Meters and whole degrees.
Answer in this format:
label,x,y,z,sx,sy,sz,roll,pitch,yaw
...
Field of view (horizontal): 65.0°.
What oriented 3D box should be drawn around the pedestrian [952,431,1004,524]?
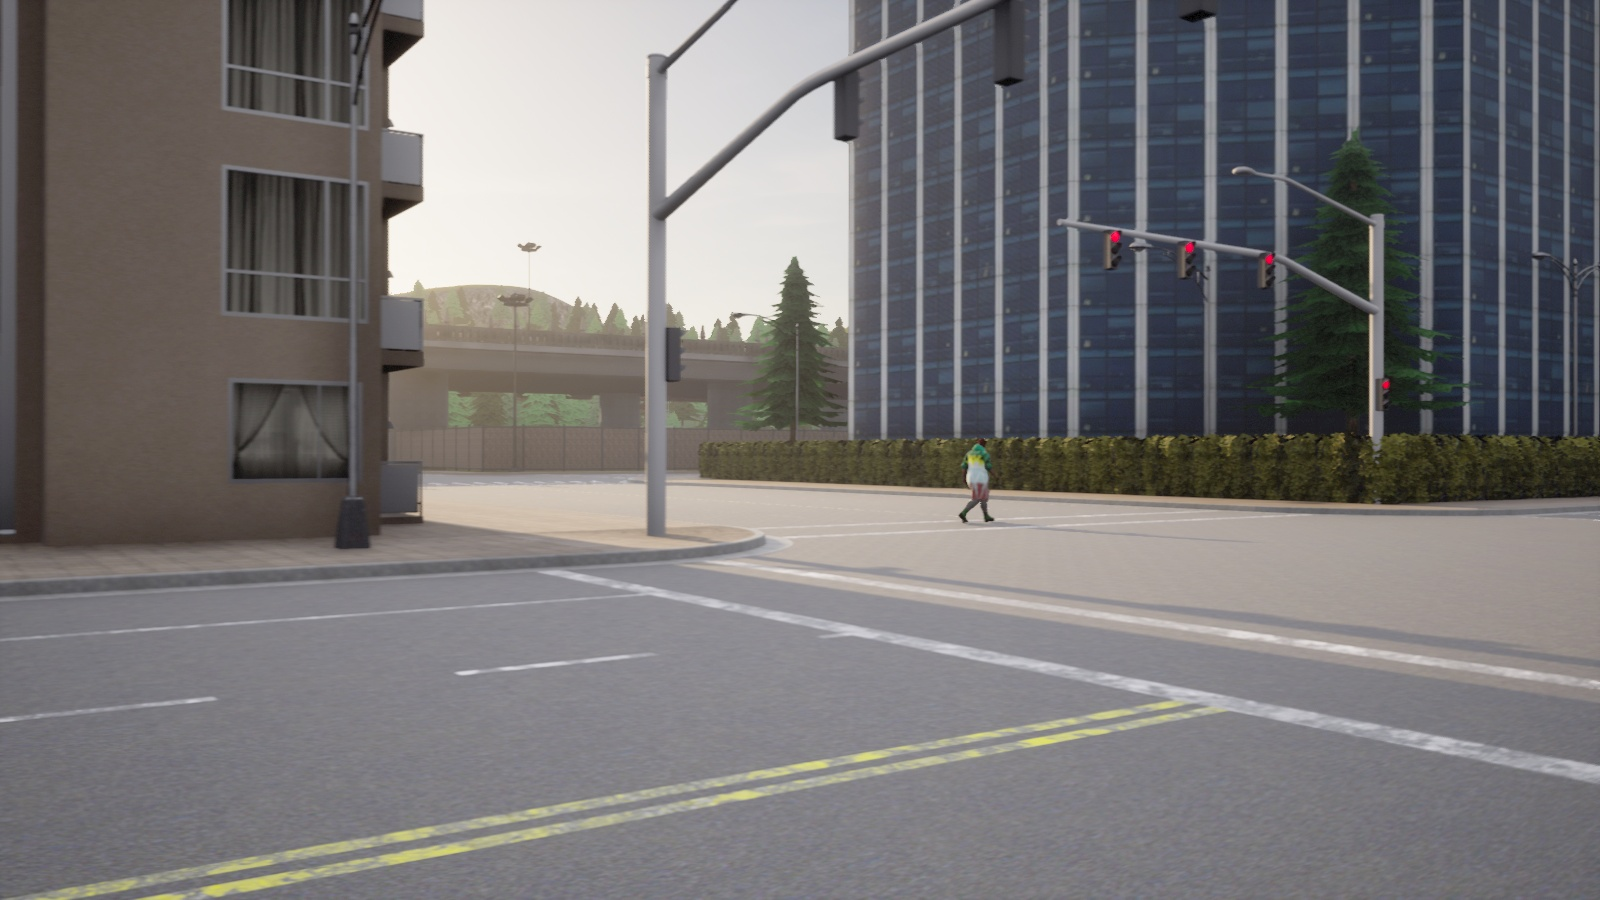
label,x,y,z,sx,sy,sz,roll,pitch,yaw
pedestrian,3.768,0.571,26.647,0.873,1.952,0.659,0,0,-27
